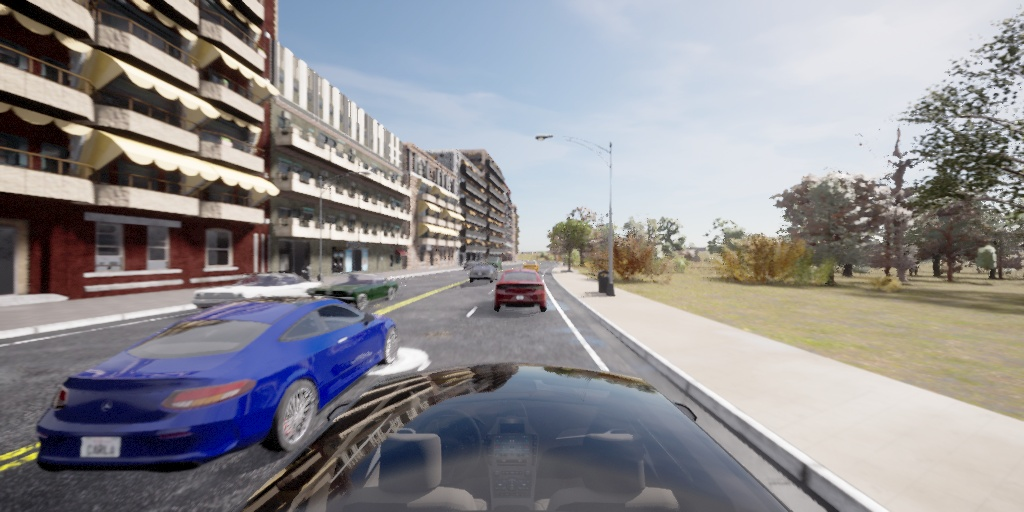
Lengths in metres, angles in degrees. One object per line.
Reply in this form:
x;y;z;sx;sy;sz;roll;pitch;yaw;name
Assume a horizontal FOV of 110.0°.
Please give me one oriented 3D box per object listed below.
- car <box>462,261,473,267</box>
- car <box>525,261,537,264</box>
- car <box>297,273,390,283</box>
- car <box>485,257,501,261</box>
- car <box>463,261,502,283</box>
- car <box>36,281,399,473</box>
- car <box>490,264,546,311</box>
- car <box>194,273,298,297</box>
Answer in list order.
-6.263;1.498;55.789;1.812;1.442;4.674;0;0;8;car
2.452;1.415;45.278;1.882;1.535;5.008;0;0;6;car
-6.354;1.380;14.795;1.895;1.301;4.718;0;0;2;car
-2.919;1.207;56.294;2.150;2.045;5.566;0;0;8;car
-2.210;1.391;29.015;2.033;1.411;5.357;0;0;4;car
-3.099;1.279;5.017;1.812;1.442;4.674;0;0;0;car
0.351;1.274;14.763;1.882;1.535;5.008;0;0;2;car
-9.630;1.369;14.001;1.895;1.301;4.718;0;0;2;car
